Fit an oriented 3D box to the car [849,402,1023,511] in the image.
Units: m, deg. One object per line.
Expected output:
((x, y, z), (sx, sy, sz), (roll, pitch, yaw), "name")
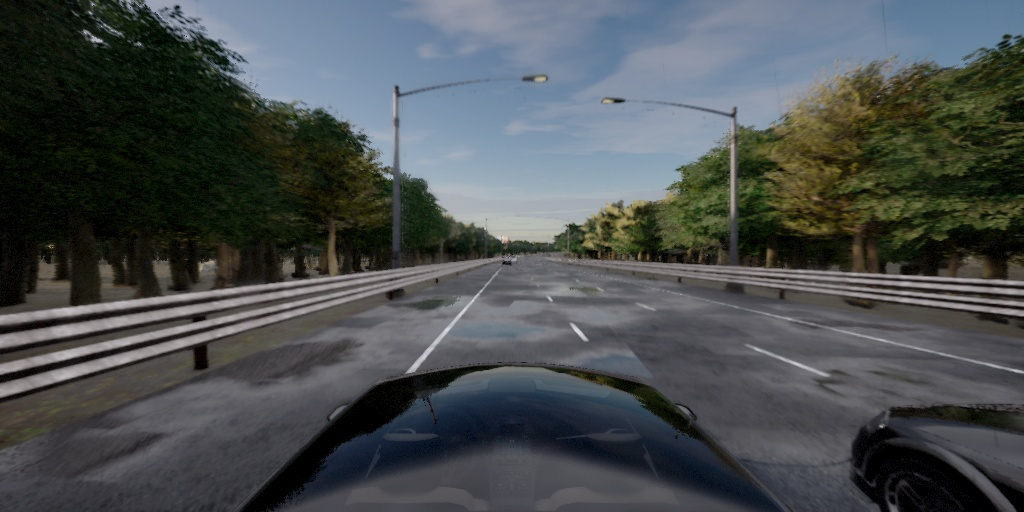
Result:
((3.600, 1.314, 1.007), (1.994, 1.385, 4.181), (0, 0, 0), "car")
